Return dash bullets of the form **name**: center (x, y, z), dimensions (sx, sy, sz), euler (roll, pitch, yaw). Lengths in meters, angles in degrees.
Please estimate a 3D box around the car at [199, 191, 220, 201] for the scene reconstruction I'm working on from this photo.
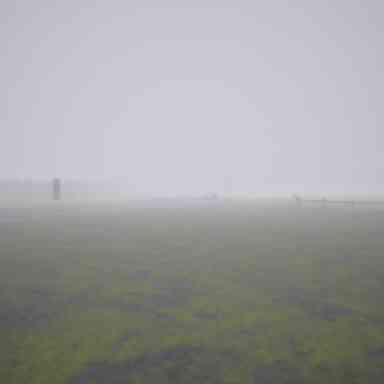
- **car**: center (3.129, 0.652, 59.365), dimensions (2.097, 1.767, 4.553), euler (0, 1, 31)
